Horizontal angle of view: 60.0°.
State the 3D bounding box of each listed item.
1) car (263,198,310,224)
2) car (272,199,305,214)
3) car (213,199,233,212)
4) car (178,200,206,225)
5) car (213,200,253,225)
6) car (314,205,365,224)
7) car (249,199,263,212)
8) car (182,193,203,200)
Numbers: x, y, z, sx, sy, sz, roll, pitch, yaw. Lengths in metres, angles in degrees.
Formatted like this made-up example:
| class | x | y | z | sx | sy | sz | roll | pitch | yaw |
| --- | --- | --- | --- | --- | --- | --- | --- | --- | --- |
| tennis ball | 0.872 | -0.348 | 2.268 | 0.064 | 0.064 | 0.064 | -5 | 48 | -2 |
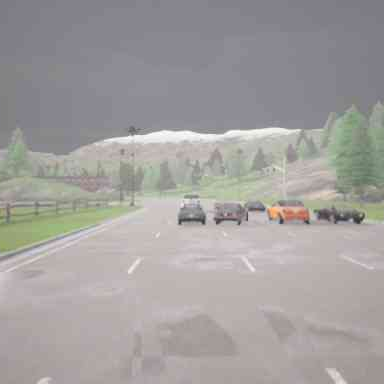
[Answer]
| class | x | y | z | sx | sy | sz | roll | pitch | yaw |
| --- | --- | --- | --- | --- | --- | --- | --- | --- | --- |
| car | 6.993 | 1.321 | 24.572 | 2.097 | 1.767 | 4.553 | 0 | 0 | 0 |
| car | 10.512 | 1.503 | 36.699 | 2.033 | 1.411 | 5.357 | 0 | 0 | 0 |
| car | 3.523 | 1.560 | 38.517 | 1.895 | 1.301 | 4.718 | 0 | 0 | 0 |
| car | -0.006 | 1.540 | 24.216 | 1.994 | 1.385 | 4.181 | 0 | 0 | 0 |
| car | 2.900 | 1.522 | 24.136 | 2.033 | 1.411 | 5.357 | 0 | 0 | 17 |
| car | 10.503 | 1.569 | 24.166 | 1.895 | 1.301 | 4.718 | 0 | 0 | 0 |
| car | 7.015 | 1.520 | 38.126 | 1.994 | 1.385 | 4.181 | 0 | 0 | 0 |
| car | 0.007 | 1.178 | 37.513 | 2.150 | 2.045 | 5.566 | 0 | -1 | 2 |
